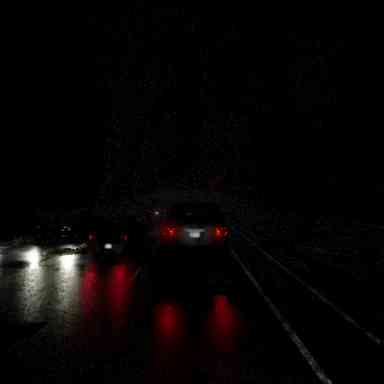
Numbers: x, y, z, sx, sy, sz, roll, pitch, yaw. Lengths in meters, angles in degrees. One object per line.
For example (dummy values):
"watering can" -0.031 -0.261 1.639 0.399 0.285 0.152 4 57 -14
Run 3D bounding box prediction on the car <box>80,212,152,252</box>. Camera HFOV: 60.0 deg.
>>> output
"car" -3.155 1.777 14.813 1.895 1.301 4.718 0 -1 0

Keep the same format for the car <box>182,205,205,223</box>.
"car" 0.097 1.926 29.891 1.895 1.301 4.718 0 0 0

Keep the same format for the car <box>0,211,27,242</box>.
"car" -9.848 1.760 18.040 2.033 1.411 5.357 0 -1 0

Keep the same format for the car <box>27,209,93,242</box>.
"car" -6.597 1.688 17.920 1.882 1.535 5.008 0 -1 0

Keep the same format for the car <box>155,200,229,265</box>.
"car" 0.099 1.371 12.434 2.150 2.045 5.566 0 0 0

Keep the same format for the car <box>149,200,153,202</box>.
"car" -6.495 1.668 58.823 1.994 1.385 4.181 0 0 0

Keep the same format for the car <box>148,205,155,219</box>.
"car" -3.152 1.907 32.023 1.994 1.385 4.181 0 0 0

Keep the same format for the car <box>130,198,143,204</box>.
"car" -9.745 1.640 58.823 1.812 1.442 4.674 0 0 0
